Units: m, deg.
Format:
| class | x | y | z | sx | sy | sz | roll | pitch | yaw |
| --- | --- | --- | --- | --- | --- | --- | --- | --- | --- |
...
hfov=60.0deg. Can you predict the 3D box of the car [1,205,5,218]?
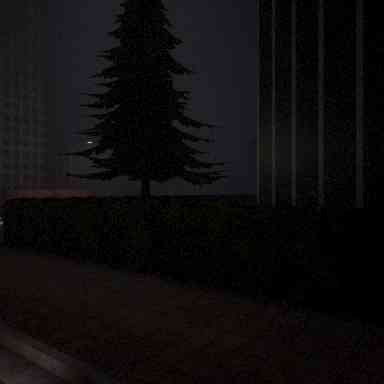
| class | x | y | z | sx | sy | sz | roll | pitch | yaw |
| --- | --- | --- | --- | --- | --- | --- | --- | --- | --- |
| car | -13.066 | 1.560 | 28.373 | 1.837 | 1.490 | 4.892 | 0 | 0 | 36 |
